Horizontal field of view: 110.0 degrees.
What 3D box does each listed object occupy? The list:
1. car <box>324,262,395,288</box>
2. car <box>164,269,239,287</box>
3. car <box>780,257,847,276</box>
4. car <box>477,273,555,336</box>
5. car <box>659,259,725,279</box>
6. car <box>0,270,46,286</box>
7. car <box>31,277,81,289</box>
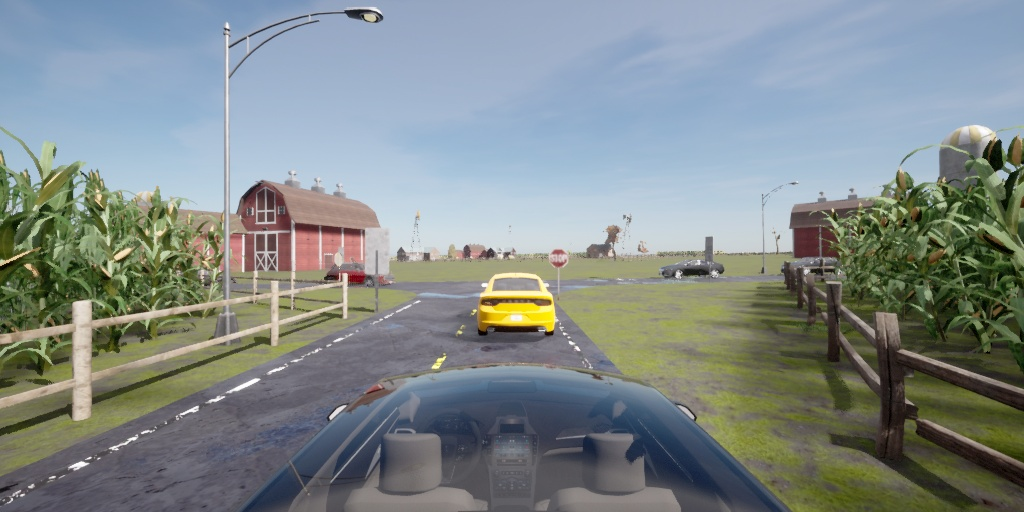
[{"bbox_3d":[-10.482,1.238,24.870,4.553,1.767,2.097,-1,-1,11],"label":"car"},{"bbox_3d":[-23.213,1.649,26.438,5.357,1.411,2.033,-1,-1,7],"label":"car"},{"bbox_3d":[24.462,0.820,29.156,4.902,1.511,2.128,-1,0,-7],"label":"car"},{"bbox_3d":[0.103,1.229,10.470,1.882,1.535,5.008,0,0,0],"label":"car"},{"bbox_3d":[14.090,0.998,28.245,4.902,1.511,2.128,-1,0,-4],"label":"car"},{"bbox_3d":[-46.689,2.049,33.731,4.674,1.442,1.812,-1,-1,15],"label":"car"},{"bbox_3d":[-34.561,1.768,28.187,5.008,1.535,1.882,-1,-1,11],"label":"car"}]
